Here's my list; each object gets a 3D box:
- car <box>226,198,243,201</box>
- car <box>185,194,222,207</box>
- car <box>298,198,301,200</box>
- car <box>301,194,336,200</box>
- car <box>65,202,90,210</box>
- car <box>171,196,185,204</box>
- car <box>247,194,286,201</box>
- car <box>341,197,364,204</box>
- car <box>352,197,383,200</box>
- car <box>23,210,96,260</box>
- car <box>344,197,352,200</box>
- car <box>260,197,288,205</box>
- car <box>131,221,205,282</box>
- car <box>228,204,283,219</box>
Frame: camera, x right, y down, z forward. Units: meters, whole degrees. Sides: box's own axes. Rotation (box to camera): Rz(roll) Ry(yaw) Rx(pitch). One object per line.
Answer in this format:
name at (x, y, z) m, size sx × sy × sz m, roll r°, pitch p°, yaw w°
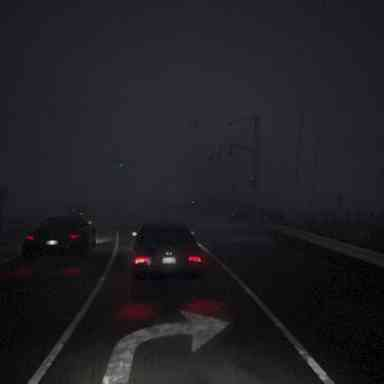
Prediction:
car at (7.729, 1.793, 63.027) m, size 4.181 × 1.385 × 1.994 m, roll 0°, pitch 0°, yaw -15°
car at (1.778, 1.539, 50.627) m, size 4.553 × 1.767 × 2.097 m, roll 0°, pitch 0°, yaw -15°
car at (22.823, 1.442, 63.511) m, size 5.566 × 2.045 × 2.150 m, roll 0°, pitch 0°, yaw -15°
car at (21.795, 1.415, 56.025) m, size 5.566 × 2.045 × 2.150 m, roll 0°, pitch 0°, yaw -15°
car at (-10.217, 1.648, 29.602) m, size 1.812 × 1.442 × 4.674 m, roll 0°, pitch 0°, yaw -27°
car at (-1.679, 1.577, 60.528) m, size 4.553 × 1.767 × 2.097 m, roll 0°, pitch 0°, yaw -15°
car at (11.787, 1.412, 53.338) m, size 5.566 × 2.045 × 2.150 m, roll 0°, pitch 0°, yaw -15°
car at (34.308, 1.794, 71.125) m, size 4.181 × 1.385 × 1.994 m, roll 0°, pitch 0°, yaw -22°
car at (31.344, 1.675, 58.680) m, size 5.008 × 1.535 × 1.882 m, roll 0°, pitch 0°, yaw -18°
car at (-4.860, 1.614, 12.713) m, size 1.994 × 1.385 × 4.181 m, roll 0°, pitch 0°, yaw -10°
car at (32.350, 1.765, 66.481) m, size 5.357 × 1.411 × 2.033 m, roll 0°, pitch 0°, yaw -18°
car at (16.149, 1.723, 65.320) m, size 4.902 × 1.511 × 2.128 m, roll 0°, pitch 0°, yaw -15°
car at (-0.813, 1.585, 9.938) m, size 2.033 × 1.411 × 5.357 m, roll 0°, pitch 0°, yaw -7°
car at (5.707, 1.707, 29.686) m, size 4.718 × 1.301 × 1.895 m, roll 0°, pitch 0°, yaw -16°
